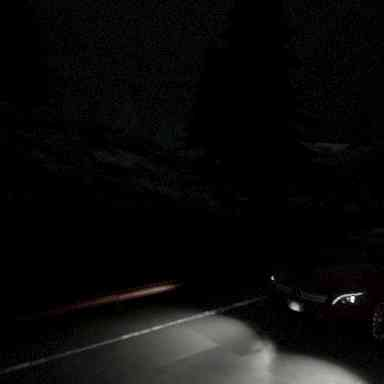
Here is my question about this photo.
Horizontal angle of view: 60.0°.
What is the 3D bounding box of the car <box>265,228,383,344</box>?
[{"bbox_3d":[3.489,1.464,6.412,4.674,1.442,1.812,0,0,-35],"label":"car"}]
